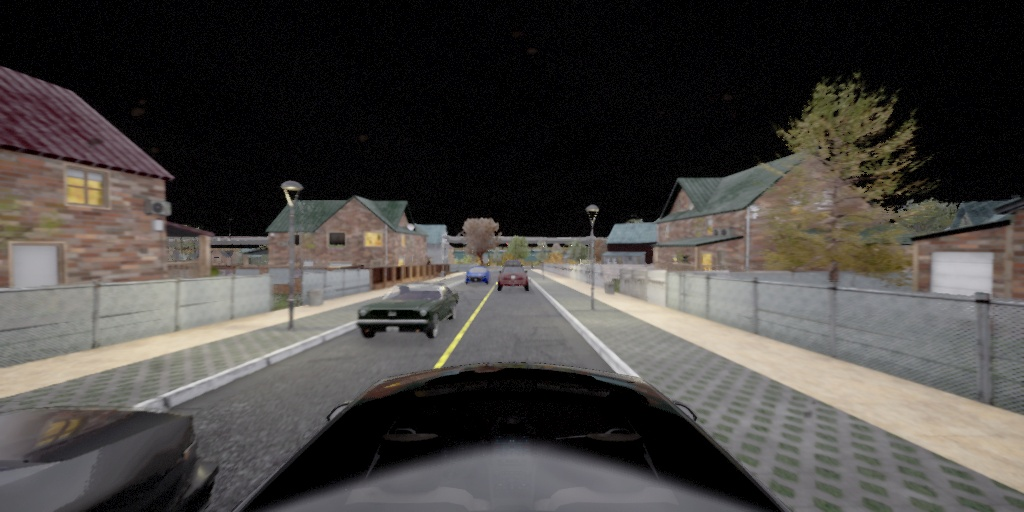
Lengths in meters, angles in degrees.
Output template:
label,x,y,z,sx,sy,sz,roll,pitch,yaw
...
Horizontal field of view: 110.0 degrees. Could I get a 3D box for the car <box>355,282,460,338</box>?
label,x,y,z,sx,sy,sz,roll,pitch,yaw
car,-2.829,1.471,10.723,1.895,1.301,4.718,0,-1,0

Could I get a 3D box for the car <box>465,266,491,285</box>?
label,x,y,z,sx,sy,sz,roll,pitch,yaw
car,-2.847,1.630,30.765,1.882,1.535,5.008,0,-1,0

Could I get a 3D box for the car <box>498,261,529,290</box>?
label,x,y,z,sx,sy,sz,roll,pitch,yaw
car,0.091,1.430,25.658,2.097,1.767,4.553,0,-1,0
